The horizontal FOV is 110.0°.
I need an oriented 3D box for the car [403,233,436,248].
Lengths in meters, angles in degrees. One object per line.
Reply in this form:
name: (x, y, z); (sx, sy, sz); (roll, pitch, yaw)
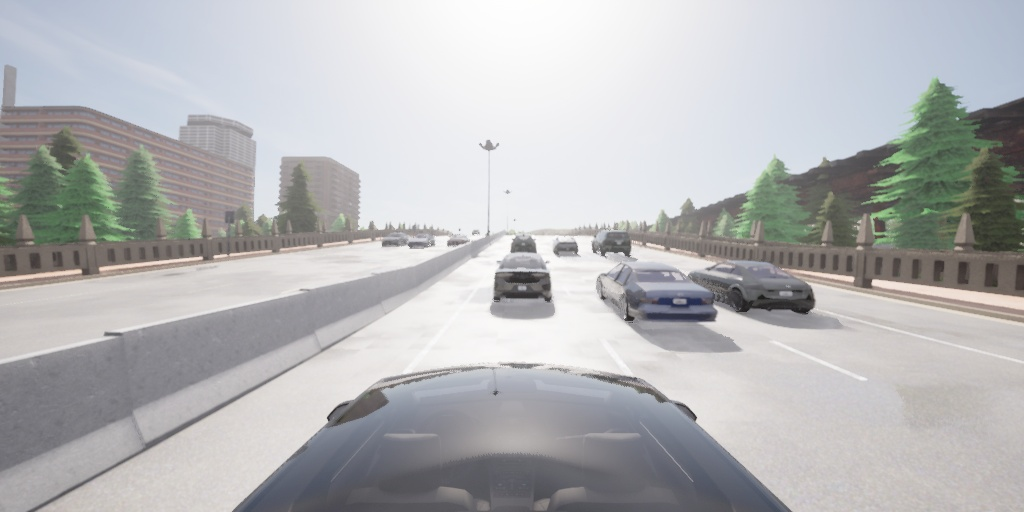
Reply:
car: (-9.454, -1.634, 38.117); (2.033, 1.411, 5.357); (0, 5, 2)

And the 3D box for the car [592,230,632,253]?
car: (7.934, -1.082, 28.927); (2.150, 2.045, 5.566); (0, 5, 2)

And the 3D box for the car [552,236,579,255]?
car: (4.488, -0.966, 30.545); (2.128, 1.511, 4.902); (0, 5, 2)

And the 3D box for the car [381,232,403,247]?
car: (-12.890, -1.846, 39.877); (1.837, 1.490, 4.892); (0, 6, 2)

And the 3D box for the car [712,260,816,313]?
car: (7.347, 0.823, 11.518); (1.994, 1.385, 4.181); (0, 4, 2)

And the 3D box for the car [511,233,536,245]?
car: (0.982, -1.103, 30.443); (2.097, 1.767, 4.553); (0, 5, 2)

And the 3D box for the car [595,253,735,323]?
car: (3.796, 0.878, 10.403); (2.033, 1.411, 5.357); (0, 4, 2)

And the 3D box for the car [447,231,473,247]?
car: (-5.896, -1.750, 39.602); (1.994, 1.385, 4.181); (0, 5, 2)

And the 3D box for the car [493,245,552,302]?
car: (0.402, 0.600, 13.119); (1.882, 1.535, 5.008); (0, 5, 2)
